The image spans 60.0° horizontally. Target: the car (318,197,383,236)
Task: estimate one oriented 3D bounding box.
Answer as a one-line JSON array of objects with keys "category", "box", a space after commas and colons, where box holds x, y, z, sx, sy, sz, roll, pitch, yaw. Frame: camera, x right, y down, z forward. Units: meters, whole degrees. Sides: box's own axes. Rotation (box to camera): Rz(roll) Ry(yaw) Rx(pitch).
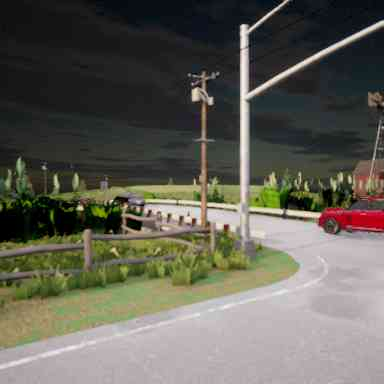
[{"category": "car", "box": [8.971, 1.237, 16.167, 2.150, 2.045, 5.566, 0, 1, -34]}]
